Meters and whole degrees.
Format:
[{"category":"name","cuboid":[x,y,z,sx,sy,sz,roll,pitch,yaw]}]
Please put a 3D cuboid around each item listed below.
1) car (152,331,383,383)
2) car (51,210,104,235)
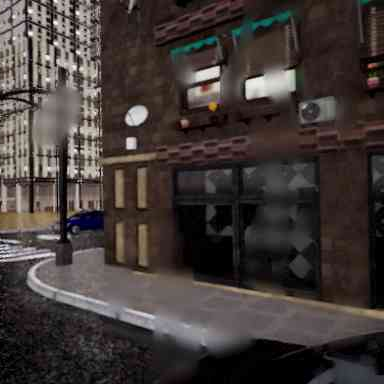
[{"category":"car","cuboid":[1.496,1.563,1.817,4.313,1.339,1.947,-1,-1,36]},{"category":"car","cuboid":[-7.070,1.972,22.312,1.812,1.442,4.674,-1,-2,33]}]
